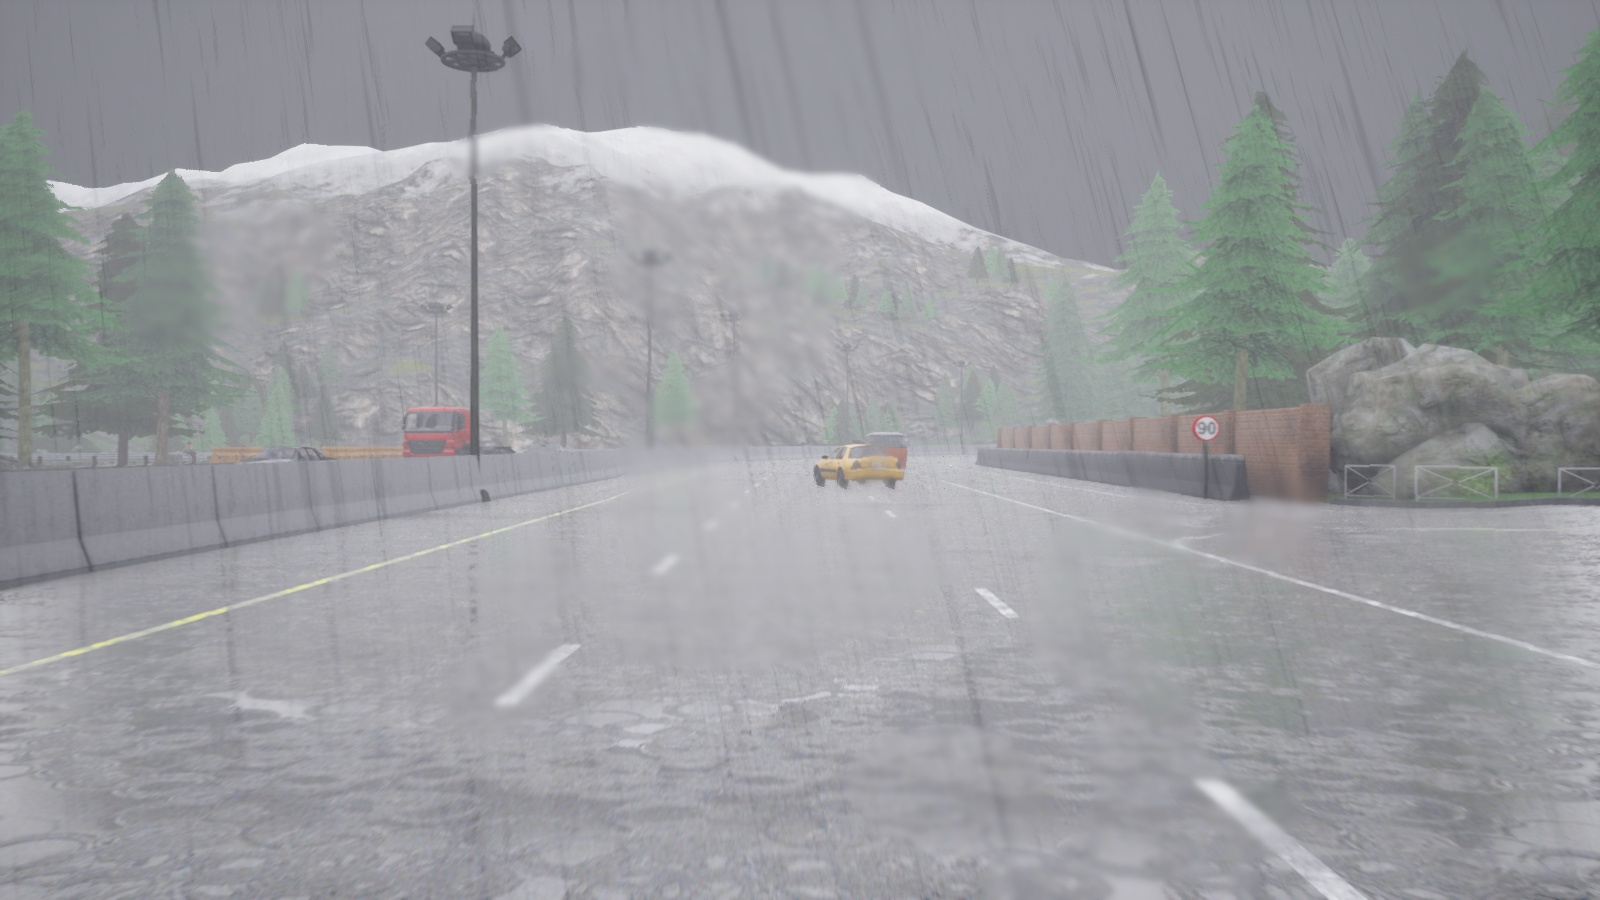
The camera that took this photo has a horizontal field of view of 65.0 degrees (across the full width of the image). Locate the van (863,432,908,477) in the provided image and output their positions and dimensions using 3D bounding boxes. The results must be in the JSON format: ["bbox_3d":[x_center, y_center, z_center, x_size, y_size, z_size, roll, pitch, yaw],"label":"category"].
[{"bbox_3d":[3.841,0.180,57.250,1.775,1.987,4.442,0,0,0],"label":"van"}]

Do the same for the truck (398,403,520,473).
[{"bbox_3d":[-18.018,-0.627,66.975,2.891,3.462,7.936,0,0,12],"label":"truck"}]

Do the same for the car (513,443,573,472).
[{"bbox_3d":[-13.601,0.359,66.827,2.163,1.488,4.792,0,0,1],"label":"car"}]

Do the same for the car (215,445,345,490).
[{"bbox_3d":[-17.261,0.543,42.017,2.033,1.411,5.357,0,0,1],"label":"car"}]

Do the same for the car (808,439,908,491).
[{"bbox_3d":[1.823,0.453,41.207,1.801,1.575,5.366,0,0,-14],"label":"car"}]
